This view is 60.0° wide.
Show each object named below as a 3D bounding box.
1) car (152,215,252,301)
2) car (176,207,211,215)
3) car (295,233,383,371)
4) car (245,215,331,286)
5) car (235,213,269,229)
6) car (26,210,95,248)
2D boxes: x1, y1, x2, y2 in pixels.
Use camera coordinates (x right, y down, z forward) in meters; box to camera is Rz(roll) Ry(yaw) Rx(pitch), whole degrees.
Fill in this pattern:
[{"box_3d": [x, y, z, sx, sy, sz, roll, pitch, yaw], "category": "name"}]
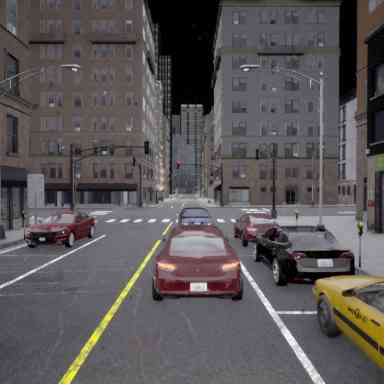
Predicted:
[{"box_3d": [0.103, 1.524, 8.210, 1.812, 1.442, 4.674, 0, 0, 0], "category": "car"}, {"box_3d": [0.141, 1.542, 18.231, 2.033, 1.411, 5.357, 0, 0, -3], "category": "car"}, {"box_3d": [2.868, 1.524, 3.825, 1.752, 1.417, 4.829, -1, 0, 0], "category": "car"}, {"box_3d": [2.871, 1.563, 9.241, 1.947, 1.339, 4.313, -1, 0, 0], "category": "car"}, {"box_3d": [2.874, 1.578, 14.827, 1.802, 1.307, 4.206, -1, 0, 0], "category": "car"}, {"box_3d": [-5.671, 1.540, 14.828, 1.887, 1.381, 4.507, -1, 0, 0], "category": "car"}]
